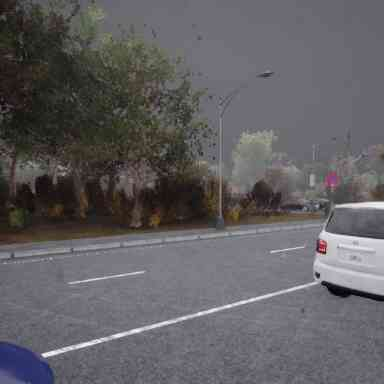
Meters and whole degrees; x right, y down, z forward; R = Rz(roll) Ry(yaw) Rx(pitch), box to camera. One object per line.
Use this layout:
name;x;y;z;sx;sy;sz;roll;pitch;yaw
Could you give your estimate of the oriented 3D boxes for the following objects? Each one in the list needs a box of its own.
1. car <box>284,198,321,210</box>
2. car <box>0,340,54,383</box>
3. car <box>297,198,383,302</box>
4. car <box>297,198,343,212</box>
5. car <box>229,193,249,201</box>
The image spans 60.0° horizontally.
car;12.507;1.492;38.731;2.128;1.511;4.902;0;0;-33
car;-3.103;1.526;1.529;4.674;1.442;1.812;0;0;-36
car;5.017;1.221;7.332;5.566;2.045;2.150;0;0;-35
car;15.537;1.492;40.515;2.128;1.511;4.902;0;0;-32
car;7.263;1.213;47.061;2.150;2.045;5.566;0;0;-32
